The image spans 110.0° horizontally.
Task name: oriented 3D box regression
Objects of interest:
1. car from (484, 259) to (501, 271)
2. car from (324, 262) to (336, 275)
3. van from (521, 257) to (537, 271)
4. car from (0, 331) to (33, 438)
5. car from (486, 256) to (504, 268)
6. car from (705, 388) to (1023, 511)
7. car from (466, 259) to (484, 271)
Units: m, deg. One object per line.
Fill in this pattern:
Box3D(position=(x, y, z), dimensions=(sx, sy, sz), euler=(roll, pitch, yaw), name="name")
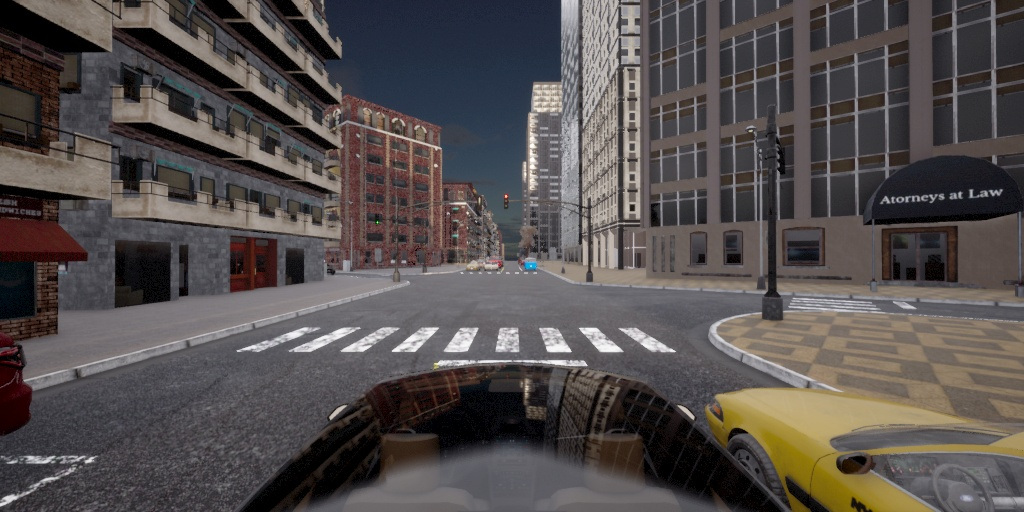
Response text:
Box3D(position=(-2.865, 1.396, 50.205), dimensions=(1.895, 1.301, 4.718), euler=(0, 0, -2), name="car")
Box3D(position=(-22.364, 1.456, 41.791), dimensions=(4.892, 1.490, 1.837), euler=(-1, -1, 41), name="car")
Box3D(position=(2.549, 1.136, 50.094), dimensions=(1.690, 1.789, 3.998), euler=(0, 0, 0), name="van")
Box3D(position=(-5.314, 1.065, 1.092), dimensions=(2.192, 1.841, 5.009), euler=(0, 0, 0), name="car")
Box3D(position=(-2.851, 1.038, 59.713), dimensions=(2.150, 2.045, 5.566), euler=(0, 0, 0), name="car")
Box3D(position=(2.566, 1.275, 1.271), dimensions=(1.751, 1.417, 4.829), euler=(0, 0, 0), name="car")
Box3D(position=(-5.331, 1.321, 49.921), dimensions=(1.751, 1.417, 4.829), euler=(0, 0, 0), name="car")
